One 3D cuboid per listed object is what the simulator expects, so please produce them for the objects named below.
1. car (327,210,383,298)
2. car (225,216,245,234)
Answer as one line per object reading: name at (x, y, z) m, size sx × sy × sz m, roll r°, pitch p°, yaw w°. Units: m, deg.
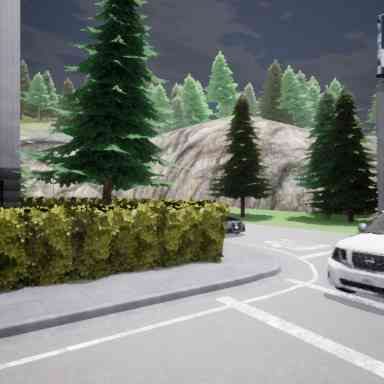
car at (5.613, 1.369, 7.998) m, size 5.566 × 2.045 × 2.150 m, roll 1°, pitch -1°, yaw -36°
car at (1.079, 1.740, 19.501) m, size 1.994 × 1.385 × 4.181 m, roll 0°, pitch 0°, yaw -42°
